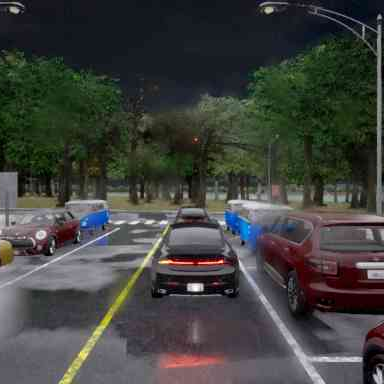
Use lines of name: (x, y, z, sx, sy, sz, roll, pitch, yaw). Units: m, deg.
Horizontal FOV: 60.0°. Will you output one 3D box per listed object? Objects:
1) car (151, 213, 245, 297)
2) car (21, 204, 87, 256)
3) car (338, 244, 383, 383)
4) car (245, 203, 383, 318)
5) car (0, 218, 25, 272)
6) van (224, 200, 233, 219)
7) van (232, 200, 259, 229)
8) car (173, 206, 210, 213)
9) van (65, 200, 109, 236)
car: (0.073, 1.505, 8.535, 1.837, 1.490, 4.892, 0, 0, 0)
car: (-5.769, 1.441, 12.797, 1.967, 1.590, 4.097, 0, 0, 0)
car: (2.762, 1.440, 1.926, 1.967, 1.590, 4.097, 0, 0, 0)
car: (2.759, 1.315, 7.364, 2.192, 1.841, 5.009, 0, 0, 0)
car: (-5.766, 1.525, 7.190, 1.752, 1.417, 4.829, 0, 0, 0)
van: (2.753, 1.342, 18.239, 1.690, 1.788, 3.998, 0, 0, 0)
van: (2.756, 1.342, 12.801, 1.690, 1.788, 3.998, 0, 0, 0)
car: (0.003, 1.506, 17.939, 1.837, 1.490, 4.892, 0, 0, -1)
van: (-5.772, 1.342, 18.235, 1.690, 1.788, 3.998, 0, 0, 0)
